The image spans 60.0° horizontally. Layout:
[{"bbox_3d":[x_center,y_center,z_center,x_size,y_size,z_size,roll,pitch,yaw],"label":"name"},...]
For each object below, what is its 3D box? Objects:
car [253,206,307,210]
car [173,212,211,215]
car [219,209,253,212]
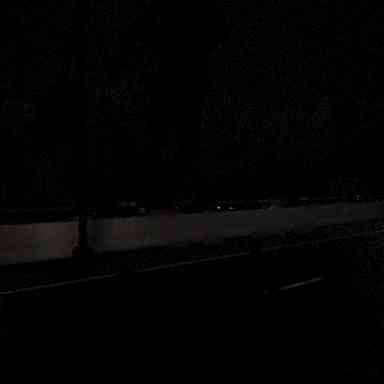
[{"bbox_3d":[7.525,1.211,26.513,5.008,1.535,1.882,-1,0,-35],"label":"car"},{"bbox_3d":[0.080,1.262,29.819,5.008,1.535,1.882,-1,1,-35],"label":"car"},{"bbox_3d":[4.424,1.350,28.615,4.718,1.301,1.895,-1,1,-35],"label":"car"}]
